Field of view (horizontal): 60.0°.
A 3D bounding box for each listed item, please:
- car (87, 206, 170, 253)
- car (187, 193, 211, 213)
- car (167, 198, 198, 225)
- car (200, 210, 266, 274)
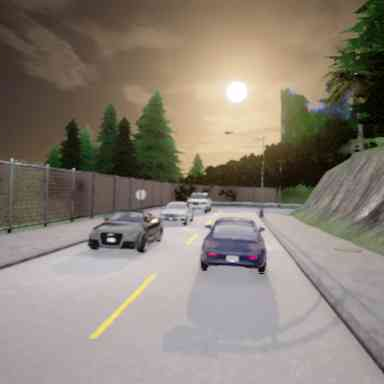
[{"bbox_3d":[-2.435,1.433,13.157,1.994,1.385,4.181,2,0,8],"label":"car"},{"bbox_3d":[0.800,1.128,35.681,2.150,2.045,5.566,2,0,9],"label":"car"},{"bbox_3d":[-0.993,1.410,23.254,1.812,1.442,4.674,2,0,8],"label":"car"},{"bbox_3d":[1.359,1.540,10.728,1.812,1.442,4.674,2,0,8],"label":"car"}]
